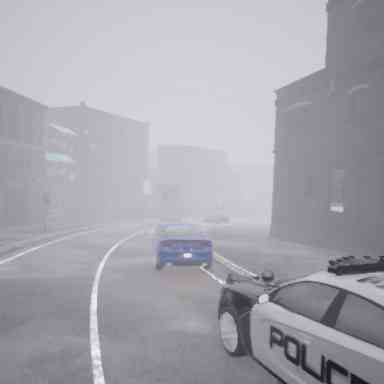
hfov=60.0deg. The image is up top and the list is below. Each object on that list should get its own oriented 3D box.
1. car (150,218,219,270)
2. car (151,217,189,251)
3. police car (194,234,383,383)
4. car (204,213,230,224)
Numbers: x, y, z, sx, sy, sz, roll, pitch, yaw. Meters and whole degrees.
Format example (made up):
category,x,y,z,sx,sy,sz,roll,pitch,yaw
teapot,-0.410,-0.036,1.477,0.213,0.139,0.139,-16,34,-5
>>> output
category,x,y,z,sx,sy,sz,roll,pitch,yaw
car,-0.561,1.934,12.892,1.882,1.535,5.008,2,-2,-10
car,-1.208,2.195,18.532,1.812,1.442,4.674,2,-2,-3
police car,1.939,1.570,3.881,1.930,1.638,5.238,1,-2,-21
car,3.260,3.439,43.406,2.033,1.411,5.357,3,-2,27
